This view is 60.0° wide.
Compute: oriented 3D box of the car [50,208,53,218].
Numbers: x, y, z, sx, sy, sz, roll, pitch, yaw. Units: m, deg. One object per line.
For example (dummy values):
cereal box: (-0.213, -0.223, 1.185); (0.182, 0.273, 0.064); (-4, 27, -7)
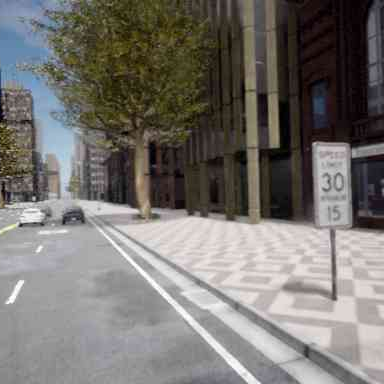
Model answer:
car: (-17.962, 2.389, 40.287); (2.033, 1.411, 5.357); (-2, 0, -20)

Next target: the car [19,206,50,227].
car: (-13.604, 2.147, 28.602); (1.812, 1.442, 4.674); (-2, -1, -20)

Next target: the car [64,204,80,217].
car: (-15.404, 2.309, 42.757); (1.812, 1.442, 4.674); (-2, 0, -20)

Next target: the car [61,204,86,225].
car: (-10.657, 2.046, 29.964); (1.837, 1.490, 4.892); (-2, -1, -20)
